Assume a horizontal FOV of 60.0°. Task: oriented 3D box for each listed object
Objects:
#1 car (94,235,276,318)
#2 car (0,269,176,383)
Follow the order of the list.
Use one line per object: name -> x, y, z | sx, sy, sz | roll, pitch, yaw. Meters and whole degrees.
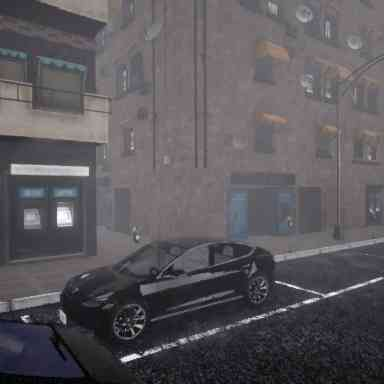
car -> -0.224, 1.566, 6.415 | 4.313, 1.339, 1.947 | 0, 0, -36
car -> -2.311, 1.564, 1.727 | 4.181, 1.385, 1.994 | 0, 0, -36
